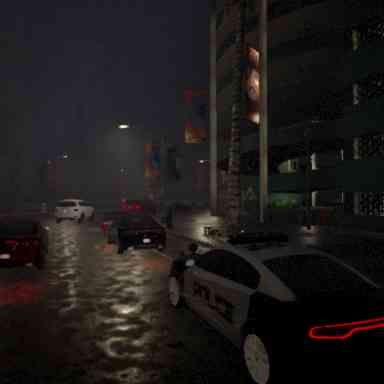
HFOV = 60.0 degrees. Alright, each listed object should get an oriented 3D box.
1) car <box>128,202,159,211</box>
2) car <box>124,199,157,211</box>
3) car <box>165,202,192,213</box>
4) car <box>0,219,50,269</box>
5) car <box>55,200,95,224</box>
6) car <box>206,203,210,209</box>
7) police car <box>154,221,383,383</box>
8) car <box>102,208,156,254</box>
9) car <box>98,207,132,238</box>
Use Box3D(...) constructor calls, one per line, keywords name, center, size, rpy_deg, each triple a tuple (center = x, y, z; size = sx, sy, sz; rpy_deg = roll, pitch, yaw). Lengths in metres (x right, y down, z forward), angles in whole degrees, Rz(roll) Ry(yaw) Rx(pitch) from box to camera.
Box3D(name="car", center=(-8.379, 2.490, 57.600), size=(2.033, 1.411, 5.357), rpy_deg=(-1, -1, 37))
Box3D(name="car", center=(-6.028, 1.860, 38.924), size=(2.150, 2.045, 5.566), rpy_deg=(0, -1, 16))
Box3D(name="car", center=(-1.920, 2.268, 48.747), size=(1.882, 1.535, 5.008), rpy_deg=(-1, -1, 33))
Box3D(name="car", center=(-6.078, 1.675, 11.535), size=(1.882, 1.535, 5.008), rpy_deg=(0, -1, -22))
Box3D(name="car", center=(-10.577, 1.728, 30.363), size=(2.150, 2.045, 5.566), rpy_deg=(0, -1, -1))
Box3D(name="car", center=(4.943, 2.394, 64.991), size=(4.553, 1.767, 2.097), rpy_deg=(0, -1, -32))
Box3D(name="police car", center=(1.041, 1.519, 5.704), size=(1.930, 1.638, 5.238), rpy_deg=(0, -1, -22))
Box3D(name="car", center=(-2.636, 1.724, 14.883), size=(1.882, 1.535, 5.008), rpy_deg=(0, -1, -22))
Box3D(name="car", center=(-4.640, 1.859, 20.085), size=(1.812, 1.442, 4.674), rpy_deg=(0, -1, -18))
